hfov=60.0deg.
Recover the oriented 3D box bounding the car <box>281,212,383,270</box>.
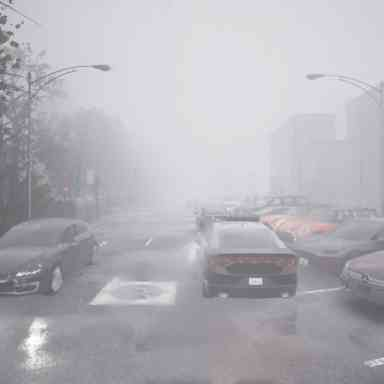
[{"bbox_3d":[5.285,1.517,9.820,4.792,1.488,2.163,1,0,-20],"label":"car"}]

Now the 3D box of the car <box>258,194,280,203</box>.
[{"bbox_3d":[18.434,1.463,79.889,2.435,2.045,5.566,0,0,-21],"label":"car"}]

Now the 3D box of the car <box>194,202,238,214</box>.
[{"bbox_3d":[1.186,1.518,18.550,1.837,1.490,4.892,0,0,0],"label":"car"}]

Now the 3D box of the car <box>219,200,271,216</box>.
[{"bbox_3d":[5.365,1.560,33.832,4.792,1.488,2.163,1,0,-20],"label":"car"}]

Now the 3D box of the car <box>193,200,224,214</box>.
[{"bbox_3d":[1.202,1.548,24.550,1.812,1.442,4.674,0,0,0],"label":"car"}]

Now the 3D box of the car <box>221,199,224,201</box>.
[{"bbox_3d":[5.184,1.503,24.774,5.366,1.575,1.946,1,0,-20],"label":"car"}]

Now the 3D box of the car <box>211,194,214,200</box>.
[{"bbox_3d":[5.460,1.446,45.865,4.553,1.767,2.185,1,0,-20],"label":"car"}]

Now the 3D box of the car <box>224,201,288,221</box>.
[{"bbox_3d":[5.340,1.544,27.831,4.792,1.488,2.163,1,0,-20],"label":"car"}]

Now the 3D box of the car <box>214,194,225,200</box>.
[{"bbox_3d":[5.357,1.270,30.833,5.566,2.045,2.435,1,0,-20],"label":"car"}]

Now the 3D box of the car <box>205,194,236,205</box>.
[{"bbox_3d":[5.457,1.391,63.906,5.566,2.045,2.435,1,0,-20],"label":"car"}]

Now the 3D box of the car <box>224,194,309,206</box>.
[{"bbox_3d":[5.337,1.251,21.816,5.566,2.045,2.435,1,0,-20],"label":"car"}]

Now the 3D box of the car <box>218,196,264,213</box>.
[{"bbox_3d":[5.370,1.414,36.847,4.553,1.767,2.185,1,0,-20],"label":"car"}]

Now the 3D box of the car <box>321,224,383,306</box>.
[{"bbox_3d":[5.310,1.527,6.828,4.674,1.452,2.002,1,0,-20],"label":"car"}]

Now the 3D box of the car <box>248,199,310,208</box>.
[{"bbox_3d":[5.361,1.369,15.841,4.553,1.767,2.185,1,0,-20],"label":"car"}]

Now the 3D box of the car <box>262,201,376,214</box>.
[{"bbox_3d":[5.353,1.366,12.840,4.553,1.767,2.185,1,0,-20],"label":"car"}]

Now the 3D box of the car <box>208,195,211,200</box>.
[{"bbox_3d":[5.425,1.583,48.868,5.008,1.535,2.097,1,-1,-20],"label":"car"}]

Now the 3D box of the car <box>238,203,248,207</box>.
[{"bbox_3d":[5.334,1.538,18.838,4.674,1.452,2.002,1,0,-20],"label":"car"}]

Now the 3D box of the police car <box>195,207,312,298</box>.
[{"bbox_3d":[1.166,1.427,8.660,1.930,1.638,5.238,0,0,0],"label":"police car"}]

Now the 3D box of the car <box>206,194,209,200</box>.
[{"bbox_3d":[5.263,1.612,57.812,5.366,1.575,1.946,1,0,-20],"label":"car"}]

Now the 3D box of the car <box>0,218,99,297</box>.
[{"bbox_3d":[-3.859,1.506,8.741,1.837,1.490,4.892,0,0,0],"label":"car"}]

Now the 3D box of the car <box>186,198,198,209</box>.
[{"bbox_3d":[0.075,1.579,46.156,2.128,1.511,4.902,0,0,0],"label":"car"}]
